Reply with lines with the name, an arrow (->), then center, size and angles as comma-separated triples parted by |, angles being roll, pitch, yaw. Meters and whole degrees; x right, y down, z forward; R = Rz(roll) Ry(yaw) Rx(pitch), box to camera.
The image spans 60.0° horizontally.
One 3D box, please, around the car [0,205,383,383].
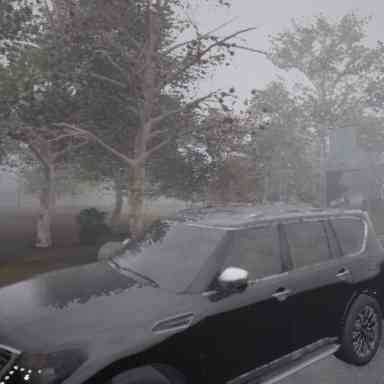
car -> 0.395, 1.224, 4.268 | 5.566, 2.045, 2.150 | 0, 0, -35
